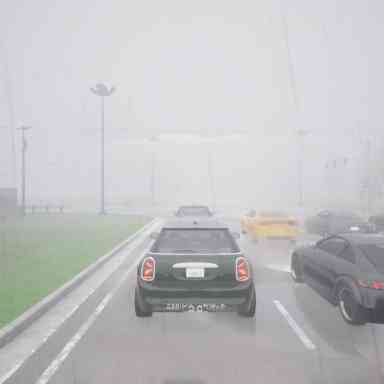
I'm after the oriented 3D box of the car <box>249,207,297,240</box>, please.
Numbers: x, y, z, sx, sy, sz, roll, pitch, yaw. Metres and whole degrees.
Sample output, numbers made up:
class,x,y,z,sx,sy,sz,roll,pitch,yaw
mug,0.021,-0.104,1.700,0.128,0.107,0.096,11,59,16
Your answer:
class,x,y,z,sx,sy,sz,roll,pitch,yaw
car,3.586,1.478,16.036,1.882,1.535,5.008,0,0,0

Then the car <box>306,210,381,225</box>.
class,x,y,z,sx,sy,sz,roll,pitch,yaw
car,7.085,1.564,16.460,1.994,1.385,4.181,0,0,0

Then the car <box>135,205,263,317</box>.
class,x,y,z,sx,sy,sz,roll,pitch,yaw
car,0.064,1.352,7.606,2.097,1.767,4.553,0,0,0

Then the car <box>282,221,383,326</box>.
class,x,y,z,sx,sy,sz,roll,pitch,yaw
car,3.565,1.564,7.075,1.994,1.385,4.181,0,0,0

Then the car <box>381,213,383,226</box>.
class,x,y,z,sx,sy,sz,roll,pitch,yaw
car,10.586,1.492,16.411,2.128,1.511,4.902,0,0,0
